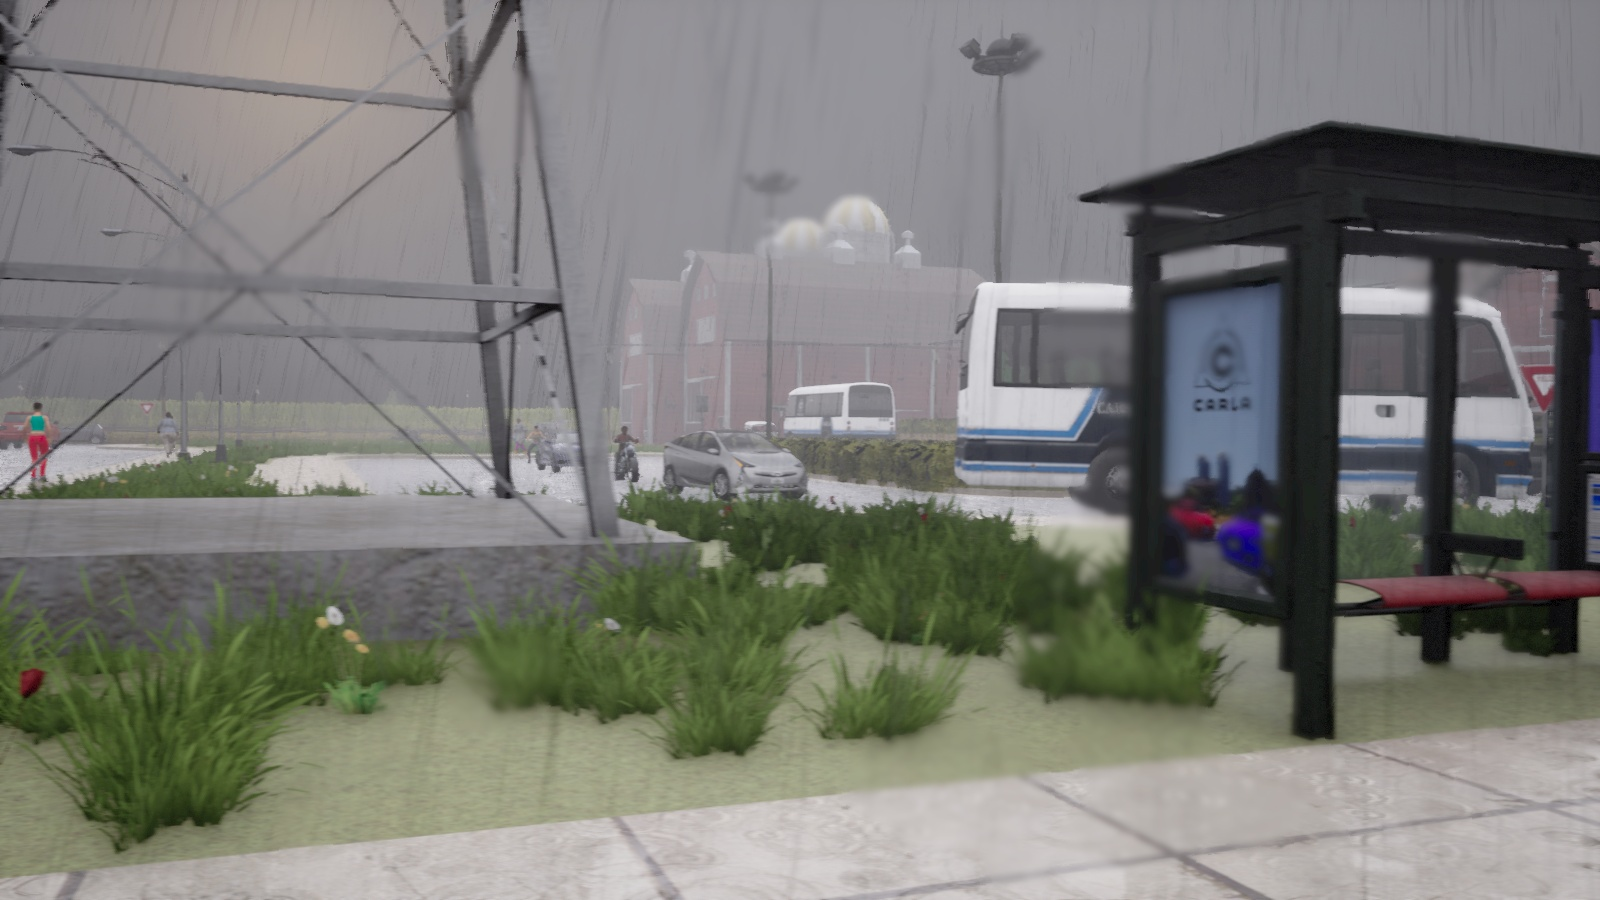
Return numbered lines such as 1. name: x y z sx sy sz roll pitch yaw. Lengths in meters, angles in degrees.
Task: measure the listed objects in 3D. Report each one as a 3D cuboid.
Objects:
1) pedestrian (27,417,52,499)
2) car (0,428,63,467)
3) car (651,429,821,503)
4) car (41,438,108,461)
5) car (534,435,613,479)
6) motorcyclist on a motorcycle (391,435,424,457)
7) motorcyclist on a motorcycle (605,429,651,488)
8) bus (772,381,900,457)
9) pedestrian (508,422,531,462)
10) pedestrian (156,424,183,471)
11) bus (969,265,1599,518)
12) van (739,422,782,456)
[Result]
1. pedestrian: -17.267 0.174 28.518 0.345 1.836 0.594 -1 1 -21
2. car: -42.221 -0.154 68.938 2.150 2.045 5.566 -1 1 -22
3. car: -1.540 0.303 28.414 2.007 1.525 4.514 -1 1 -30
4. car: -49.140 -0.046 85.103 3.633 1.501 1.845 -1 1 -21
5. car: -7.939 0.202 43.677 1.812 1.442 4.674 -1 1 -21
6. motorcyclist on a motorcycle: -27.993 -0.318 89.487 2.191 1.530 0.866 -1 1 -21
7. motorcyclist on a motorcycle: -4.960 0.218 36.088 0.766 1.649 2.350 -1 1 -21
8. bus: 1.973 -1.822 75.709 3.944 4.253 10.273 -1 1 -22
9. pedestrian: -13.855 -0.403 62.069 0.659 1.952 0.873 0 1 39
10. pedestrian: -25.155 -0.092 50.095 0.874 1.855 0.900 -1 1 -24
11. bus: 8.473 -1.046 23.455 10.273 4.253 3.944 0 1 4
12. van: -2.506 -0.719 78.459 2.069 2.038 4.480 -1 1 -10
